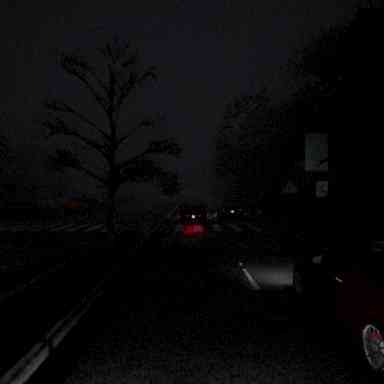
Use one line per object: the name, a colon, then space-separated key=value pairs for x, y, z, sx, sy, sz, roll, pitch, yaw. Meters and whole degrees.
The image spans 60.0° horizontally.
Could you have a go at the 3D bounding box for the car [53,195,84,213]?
car: x=-14.015 y=1.383 z=33.565 sx=5.366 sy=1.575 sz=1.946 roll=-1 pitch=1 yaw=-20

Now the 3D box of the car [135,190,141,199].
car: x=-13.798 y=0.936 z=69.677 sx=4.792 sy=1.488 sz=2.163 roll=-1 pitch=1 yaw=-20

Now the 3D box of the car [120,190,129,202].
car: x=-13.863 y=1.005 z=57.649 sx=4.553 sy=1.767 sz=2.185 roll=-1 pitch=1 yaw=-20

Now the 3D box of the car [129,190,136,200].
car: x=-13.820 y=1.022 z=63.661 sx=5.008 sy=1.535 sz=2.097 roll=-1 pitch=1 yaw=-20

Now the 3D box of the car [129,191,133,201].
car: x=-13.831 y=1.118 z=60.662 sx=4.674 sy=1.452 sz=2.002 roll=-1 pitch=1 yaw=-20

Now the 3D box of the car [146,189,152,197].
car: x=-13.844 y=0.398 z=84.643 sx=5.566 sy=2.045 sz=2.435 roll=-1 pitch=1 yaw=-20

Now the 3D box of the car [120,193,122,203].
car: x=-13.859 y=1.252 z=51.638 sx=4.792 sy=1.488 sz=2.163 roll=-1 pitch=1 yaw=-20

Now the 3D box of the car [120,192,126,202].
car: x=-13.834 y=1.222 z=54.663 sx=4.674 sy=1.452 sz=2.002 roll=-1 pitch=1 yaw=-20

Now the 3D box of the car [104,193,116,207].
car: x=-13.665 y=1.290 z=45.711 sx=5.366 sy=1.575 sz=1.946 roll=-1 pitch=0 yaw=-20

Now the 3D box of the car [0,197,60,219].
car: x=-13.820 y=1.435 z=27.641 sx=4.792 sy=1.488 sz=2.163 roll=-1 pitch=0 yaw=-20

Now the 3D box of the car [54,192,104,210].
car: x=-13.817 y=1.100 z=39.655 sx=5.566 sy=2.045 sz=2.435 roll=-1 pitch=0 yaw=-20

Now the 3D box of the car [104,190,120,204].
car: x=-13.864 y=1.011 z=48.635 sx=5.566 sy=2.045 sz=2.435 roll=-1 pitch=1 yaw=-20

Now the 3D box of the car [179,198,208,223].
car: x=0.097 y=1.426 z=24.815 sx=1.837 sy=1.490 sz=4.892 roll=0 pitch=0 yaw=0

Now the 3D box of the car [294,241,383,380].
car: x=3.099 y=1.509 z=5.314 sx=1.812 sy=1.442 sz=4.674 roll=0 pitch=0 yaw=0

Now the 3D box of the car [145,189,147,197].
car: x=-13.647 y=0.790 z=75.731 sx=5.366 sy=1.575 sz=1.946 roll=-1 pitch=1 yaw=-20

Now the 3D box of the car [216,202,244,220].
car: x=3.097 y=1.478 z=27.458 sx=1.994 sy=1.385 sz=4.181 roll=0 pitch=0 yaw=0

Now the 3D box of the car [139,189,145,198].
car: x=-13.802 y=0.600 z=72.675 sx=5.566 sy=2.045 sz=2.435 roll=-1 pitch=1 yaw=-20

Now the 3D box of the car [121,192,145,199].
car: x=-13.993 y=0.747 z=78.597 sx=5.366 sy=1.575 sz=1.946 roll=-1 pitch=1 yaw=-20

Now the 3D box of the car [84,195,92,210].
car: x=-13.846 y=1.408 z=36.638 sx=4.674 sy=1.452 sz=2.002 roll=-1 pitch=0 yaw=-20
